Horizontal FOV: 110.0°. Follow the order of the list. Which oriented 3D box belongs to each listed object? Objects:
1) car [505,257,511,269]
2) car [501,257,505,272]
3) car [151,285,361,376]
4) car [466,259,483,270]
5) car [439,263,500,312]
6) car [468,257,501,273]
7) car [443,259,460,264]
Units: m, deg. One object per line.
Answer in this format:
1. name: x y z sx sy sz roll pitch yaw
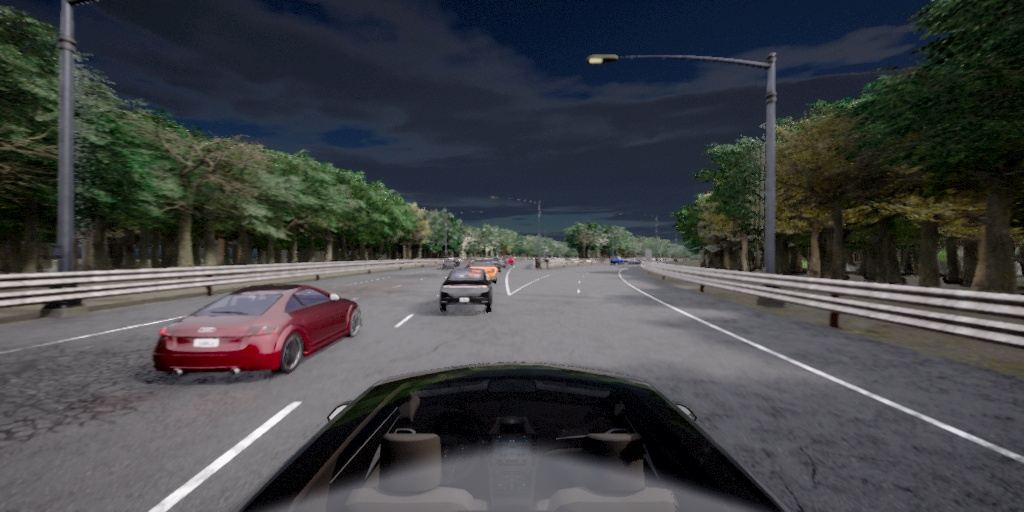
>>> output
1. car: -1.738 1.243 56.666 2.033 1.411 5.357 0 0 3
2. car: -2.177 1.189 41.772 1.882 1.535 5.008 0 0 1
3. car: -4.715 1.280 7.397 1.994 1.385 4.181 1 0 -3
4. car: -5.375 1.204 52.066 1.812 1.442 4.674 0 0 2
5. car: -1.678 1.226 14.202 2.128 1.511 4.902 0 0 -3
6. car: -2.132 1.067 27.297 2.097 1.767 4.553 0 0 -1
7. car: -8.841 1.145 52.744 2.128 1.511 4.902 0 0 2
